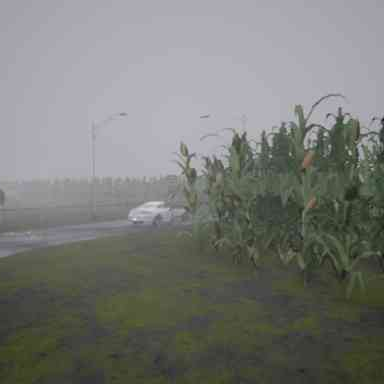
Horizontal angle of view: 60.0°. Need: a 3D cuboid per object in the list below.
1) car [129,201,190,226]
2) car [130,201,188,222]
[{"bbox_3d":[-2.020,1.329,21.293,1.812,1.442,4.674,-1,0,35],"label":"car"},{"bbox_3d":[-2.456,1.415,25.821,1.895,1.301,4.718,-1,0,35],"label":"car"}]
